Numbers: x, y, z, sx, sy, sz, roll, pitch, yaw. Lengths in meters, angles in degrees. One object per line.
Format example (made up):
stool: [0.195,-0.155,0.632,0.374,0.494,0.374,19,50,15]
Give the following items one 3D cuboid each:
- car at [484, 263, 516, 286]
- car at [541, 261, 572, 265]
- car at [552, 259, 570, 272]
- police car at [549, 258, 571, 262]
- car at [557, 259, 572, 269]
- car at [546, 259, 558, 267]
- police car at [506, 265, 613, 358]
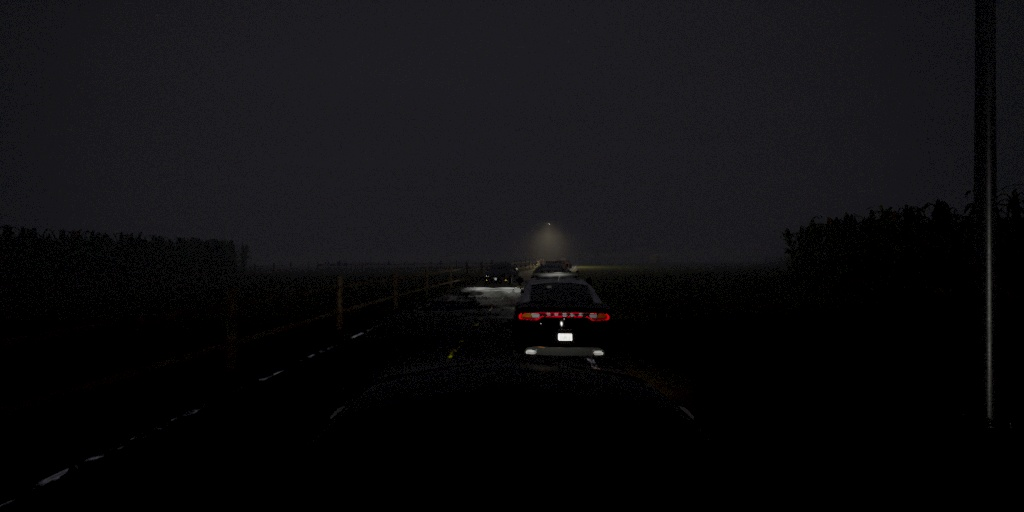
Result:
car: [-0.643,1.238,25.218,1.837,1.490,4.892,0,0,10]
car: [1.959,1.217,18.357,1.882,1.535,5.008,0,0,7]
car: [6.180,1.184,45.179,1.882,1.535,5.008,0,0,12]
police car: [2.845,1.157,24.311,1.930,1.638,5.238,0,0,10]
car: [8.248,1.255,55.929,1.994,1.385,4.181,0,0,11]
car: [7.305,1.206,64.947,1.812,1.442,4.674,0,0,12]
police car: [1.053,1.173,8.661,1.930,1.638,5.238,0,0,3]
